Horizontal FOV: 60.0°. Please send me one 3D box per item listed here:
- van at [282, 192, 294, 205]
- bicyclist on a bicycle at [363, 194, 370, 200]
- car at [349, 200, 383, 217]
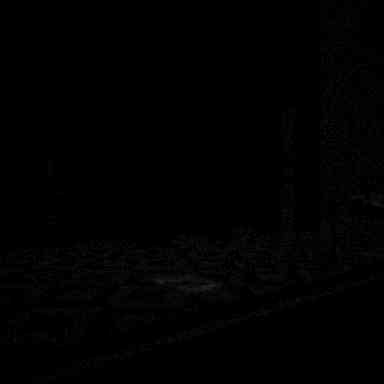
[{"bbox_3d":[12.289,0.925,46.600,1.690,1.788,3.998,1,0,-36],"label":"van"},{"bbox_3d":[20.878,1.024,39.656,1.656,1.620,0.582,0,1,-36],"label":"bicyclist on a bicycle"},{"bbox_3d":[14.856,1.363,28.326,2.008,1.369,4.403,1,0,-36],"label":"car"}]
